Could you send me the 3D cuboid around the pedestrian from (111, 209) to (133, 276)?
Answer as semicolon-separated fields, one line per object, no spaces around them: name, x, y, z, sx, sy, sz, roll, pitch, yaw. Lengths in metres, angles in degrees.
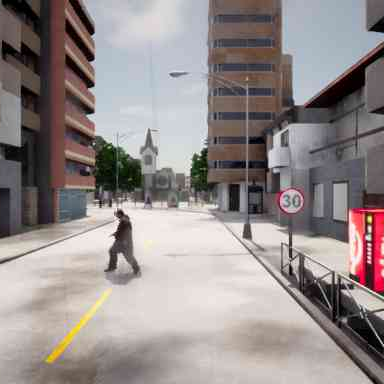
pedestrian;-1.879;1.294;8.896;0.375;1.860;0.375;0;0;0

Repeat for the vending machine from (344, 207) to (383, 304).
vending machine;4.301;1.415;7.745;1.100;2.100;0.880;0;0;0
